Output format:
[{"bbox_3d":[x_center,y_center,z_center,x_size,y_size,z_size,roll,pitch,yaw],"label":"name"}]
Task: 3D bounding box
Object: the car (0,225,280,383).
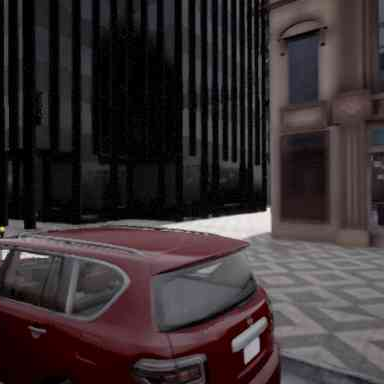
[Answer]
[{"bbox_3d":[-1.474,1.349,4.011,5.009,1.841,2.192,-1,0,36],"label":"car"}]
